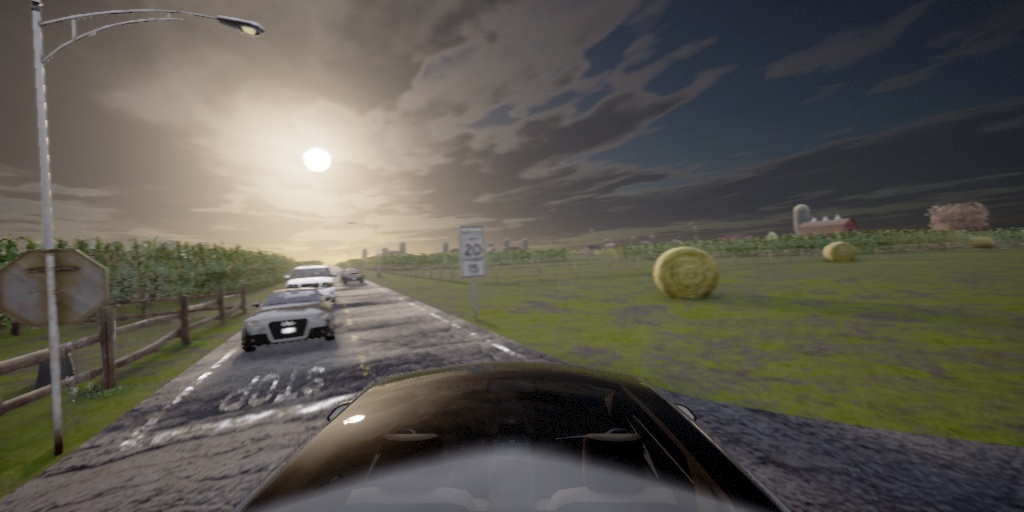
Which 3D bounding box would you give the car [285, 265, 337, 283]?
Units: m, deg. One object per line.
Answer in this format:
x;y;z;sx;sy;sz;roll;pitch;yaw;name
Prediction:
-11.036;1.544;19.878;2.150;2.045;5.566;-3;0;-27;car

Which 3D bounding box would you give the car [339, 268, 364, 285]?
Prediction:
-16.566;2.092;37.378;2.128;1.511;4.902;-3;0;-26;car

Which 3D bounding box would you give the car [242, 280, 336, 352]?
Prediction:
-6.229;1.637;10.327;1.994;1.385;4.181;-3;0;-27;car
